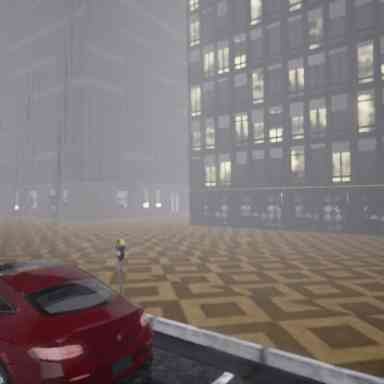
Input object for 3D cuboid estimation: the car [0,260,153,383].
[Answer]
[{"bbox_3d":[-2.401,1.624,4.595,4.206,1.307,1.802,-1,-1,35],"label":"car"}]
